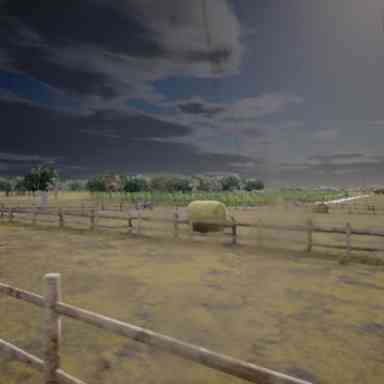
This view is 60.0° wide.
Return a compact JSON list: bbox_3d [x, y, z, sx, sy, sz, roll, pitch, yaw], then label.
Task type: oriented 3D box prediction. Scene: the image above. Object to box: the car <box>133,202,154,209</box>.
[{"bbox_3d":[-9.682,2.754,66.826,2.128,1.511,4.902,1,-1,35],"label":"car"}]
